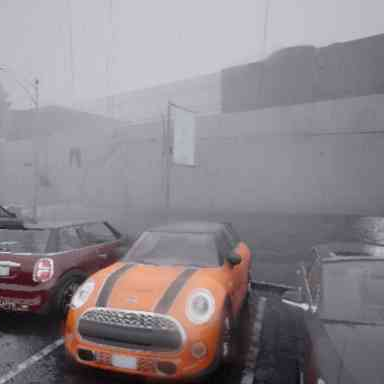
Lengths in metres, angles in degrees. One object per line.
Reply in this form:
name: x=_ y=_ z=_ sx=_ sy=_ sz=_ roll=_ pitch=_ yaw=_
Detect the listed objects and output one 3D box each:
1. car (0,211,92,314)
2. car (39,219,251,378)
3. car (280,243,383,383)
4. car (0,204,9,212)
car: x=-2.635 y=1.377 z=7.638 sx=2.185 sy=1.767 sz=4.553 roll=0 pitch=-1 yaw=15
car: x=-0.167 y=1.370 z=5.956 sx=2.185 sy=1.767 sz=4.553 roll=0 pitch=-1 yaw=15
car: x=2.269 y=1.490 z=4.187 sx=2.231 sy=1.521 sz=4.892 roll=0 pitch=-1 yaw=15
car: x=-7.510 y=1.276 z=11.182 sx=2.435 sy=2.045 sz=5.566 roll=0 pitch=-1 yaw=15
